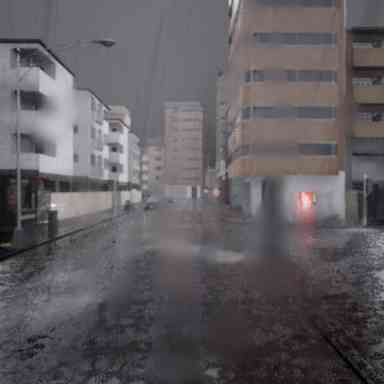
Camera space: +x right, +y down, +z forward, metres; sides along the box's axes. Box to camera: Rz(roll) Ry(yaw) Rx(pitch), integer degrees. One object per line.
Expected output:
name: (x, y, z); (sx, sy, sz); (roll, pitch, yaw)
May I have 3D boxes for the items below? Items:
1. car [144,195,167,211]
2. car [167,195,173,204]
car: (-4.113, 1.260, 36.434); (1.837, 1.490, 4.892); (0, 1, 0)
car: (-4.061, 1.187, 54.394); (2.033, 1.411, 5.357); (0, 0, 1)
